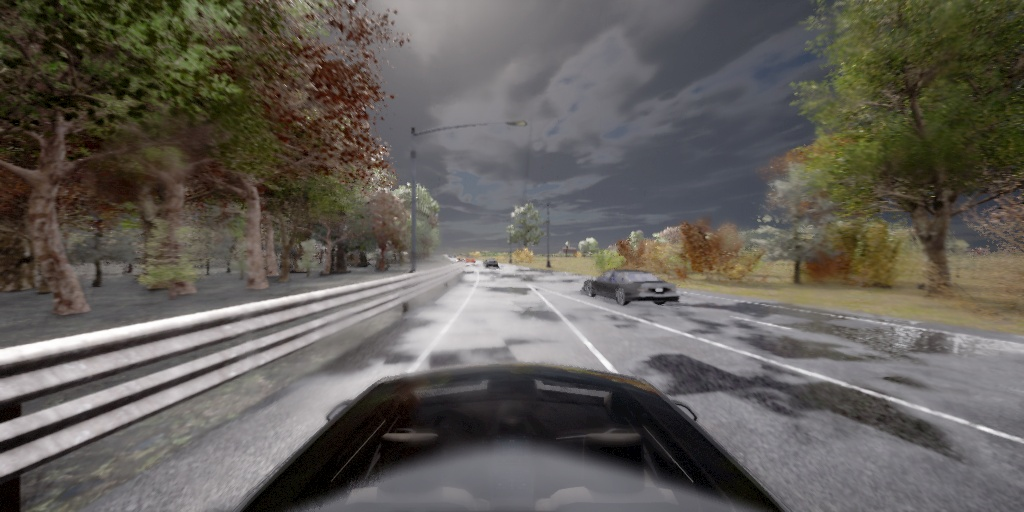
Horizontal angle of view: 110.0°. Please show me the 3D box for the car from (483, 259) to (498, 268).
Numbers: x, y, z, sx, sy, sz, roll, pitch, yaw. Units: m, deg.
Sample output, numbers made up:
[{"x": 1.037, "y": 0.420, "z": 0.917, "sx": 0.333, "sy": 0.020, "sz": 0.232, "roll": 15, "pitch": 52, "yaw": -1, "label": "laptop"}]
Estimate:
[{"x": -3.274, "y": 1.126, "z": 54.953, "sx": 1.837, "sy": 1.490, "sz": 4.892, "roll": 0, "pitch": 0, "yaw": -12, "label": "car"}]

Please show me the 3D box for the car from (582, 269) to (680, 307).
[{"x": 4.843, "y": 1.274, "z": 15.470, "sx": 2.033, "sy": 1.411, "sz": 5.357, "roll": 0, "pitch": 0, "yaw": -12, "label": "car"}]
